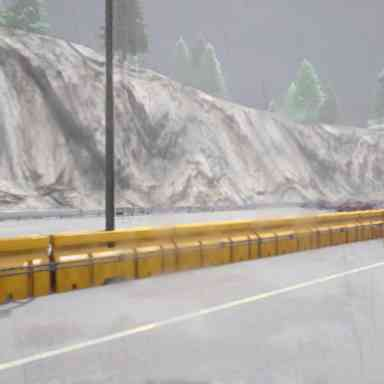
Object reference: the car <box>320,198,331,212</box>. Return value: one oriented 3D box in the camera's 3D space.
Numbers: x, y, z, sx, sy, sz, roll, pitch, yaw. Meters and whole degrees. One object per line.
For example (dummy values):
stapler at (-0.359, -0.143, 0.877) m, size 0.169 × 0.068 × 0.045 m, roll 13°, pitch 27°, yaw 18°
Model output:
car at (16.172, 1.325, 35.117) m, size 4.674 × 1.442 × 1.812 m, roll 0°, pitch 0°, yaw -28°

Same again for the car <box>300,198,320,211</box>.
car at (14.450, 1.362, 38.145) m, size 4.181 × 1.385 × 1.994 m, roll 0°, pitch 0°, yaw -28°

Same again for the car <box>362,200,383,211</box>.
car at (17.029, 1.367, 27.680) m, size 5.357 × 1.411 × 2.033 m, roll 0°, pitch 0°, yaw -29°

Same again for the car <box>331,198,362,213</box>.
car at (15.521, 1.418, 30.826) m, size 4.718 × 1.301 × 1.895 m, roll 0°, pitch 0°, yaw -28°
